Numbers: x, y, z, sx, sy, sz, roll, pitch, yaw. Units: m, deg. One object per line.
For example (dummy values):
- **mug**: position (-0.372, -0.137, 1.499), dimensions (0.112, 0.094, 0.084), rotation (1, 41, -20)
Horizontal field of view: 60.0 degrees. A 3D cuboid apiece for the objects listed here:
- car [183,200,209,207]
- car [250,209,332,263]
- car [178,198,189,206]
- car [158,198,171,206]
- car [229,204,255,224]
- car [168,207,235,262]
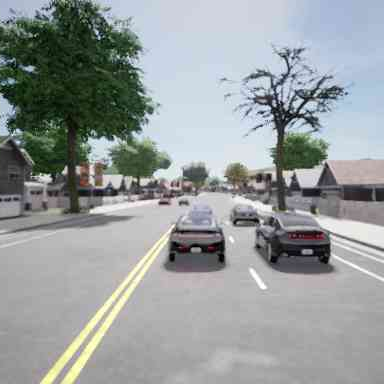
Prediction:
- **car**: position (0.652, 1.617, 25.370), dimensions (2.033, 1.411, 5.357), rotation (0, 0, 3)
- **car**: position (3.466, 1.540, 12.109), dimensions (1.837, 1.490, 4.892), rotation (0, -1, 3)
- **car**: position (-1.407, 1.722, 58.148), dimensions (1.895, 1.301, 4.718), rotation (0, 0, 3)
- **car**: position (-4.707, 1.719, 57.222), dimensions (1.895, 1.301, 4.718), rotation (0, 0, 3)
- **car**: position (3.900, 1.618, 25.246), dimensions (2.033, 1.411, 5.357), rotation (0, 0, 3)
- **car**: position (0.222, 1.527, 12.274), dimensions (2.128, 1.511, 4.902), rotation (0, 0, 2)
